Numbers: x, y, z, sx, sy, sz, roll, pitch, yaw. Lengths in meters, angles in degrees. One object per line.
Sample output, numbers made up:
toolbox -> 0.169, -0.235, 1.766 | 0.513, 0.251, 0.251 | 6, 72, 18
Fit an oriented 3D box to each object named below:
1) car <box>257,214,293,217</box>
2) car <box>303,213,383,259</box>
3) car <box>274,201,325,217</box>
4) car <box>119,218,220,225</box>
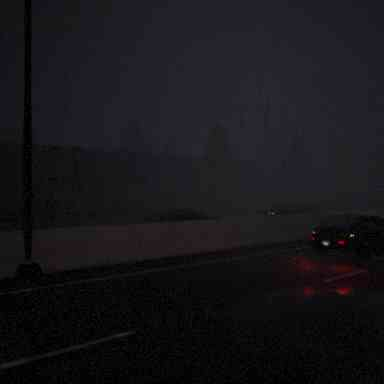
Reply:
car -> 7.281, 1.540, 26.335 | 4.892, 1.490, 1.837 | 1, -1, -35
car -> 6.407, 1.545, 12.612 | 4.674, 1.442, 1.812 | 0, 0, -36
car -> 10.772, 1.622, 33.051 | 5.357, 1.411, 2.033 | 0, 0, -36
car -> -0.976, 1.560, 16.190 | 5.357, 1.411, 2.033 | 0, 0, -35
